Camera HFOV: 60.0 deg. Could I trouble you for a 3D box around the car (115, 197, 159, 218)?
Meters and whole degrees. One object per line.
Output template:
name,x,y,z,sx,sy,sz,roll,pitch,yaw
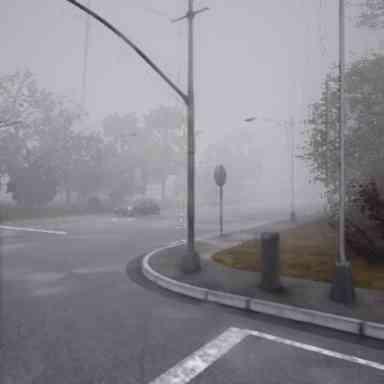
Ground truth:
car,-5.091,1.401,31.175,2.097,1.767,4.553,0,0,32
